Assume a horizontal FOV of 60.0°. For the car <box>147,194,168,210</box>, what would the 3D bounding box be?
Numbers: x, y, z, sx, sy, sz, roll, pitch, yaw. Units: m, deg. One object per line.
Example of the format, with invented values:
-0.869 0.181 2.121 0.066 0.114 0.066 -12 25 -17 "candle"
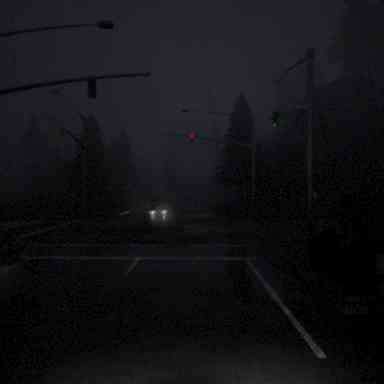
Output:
-3.722 1.282 38.220 2.033 1.411 5.357 0 0 -2 "car"
